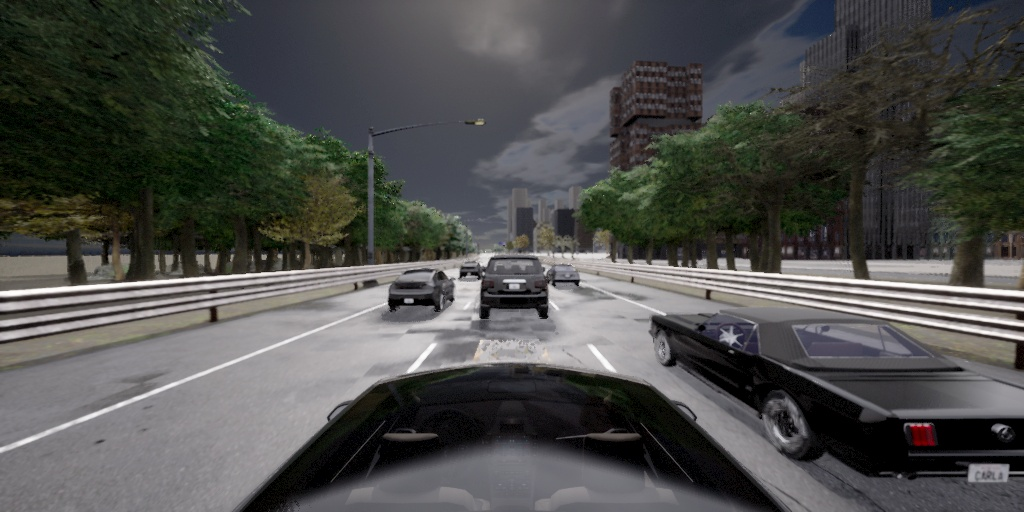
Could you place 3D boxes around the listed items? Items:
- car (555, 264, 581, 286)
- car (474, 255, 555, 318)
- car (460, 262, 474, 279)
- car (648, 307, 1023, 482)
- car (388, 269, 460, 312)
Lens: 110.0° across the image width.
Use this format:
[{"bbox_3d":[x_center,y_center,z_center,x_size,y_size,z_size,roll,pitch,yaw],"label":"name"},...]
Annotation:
[{"bbox_3d":[3.468,1.288,25.048,2.033,1.411,5.357,0,0,-1],"label":"car"},{"bbox_3d":[0.075,0.970,13.034,2.150,2.045,5.566,0,0,0],"label":"car"},{"bbox_3d":[-3.628,1.242,32.395,1.837,1.490,4.892,0,0,-1],"label":"car"},{"bbox_3d":[3.593,1.350,4.921,1.895,1.301,4.718,0,0,0],"label":"car"},{"bbox_3d":[-3.446,1.254,14.357,1.837,1.490,4.892,0,0,0],"label":"car"}]
